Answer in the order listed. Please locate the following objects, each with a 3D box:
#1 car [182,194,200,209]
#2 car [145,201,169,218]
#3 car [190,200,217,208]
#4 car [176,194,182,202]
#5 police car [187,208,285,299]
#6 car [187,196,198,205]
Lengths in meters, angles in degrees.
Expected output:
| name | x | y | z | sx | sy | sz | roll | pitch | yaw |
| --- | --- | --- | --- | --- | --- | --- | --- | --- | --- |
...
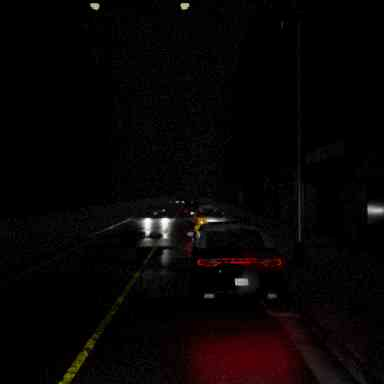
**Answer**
| name | x | y | z | sx | sy | sz | roll | pitch | yaw |
| --- | --- | --- | --- | --- | --- | --- | --- | --- | --- |
| car | 0.030 | 1.414 | 46.599 | 2.097 | 1.767 | 4.553 | 0 | 0 | 0 |
| car | -3.091 | 1.555 | 30.363 | 1.812 | 1.442 | 4.674 | 0 | 0 | 0 |
| car | 0.906 | 1.469 | 18.701 | 1.801 | 1.575 | 5.366 | 0 | 0 | 0 |
| car | -2.974 | 1.411 | 85.787 | 2.150 | 2.045 | 5.566 | 0 | 0 | 0 |
| police car | 0.903 | 1.430 | 8.619 | 1.930 | 1.638 | 5.238 | 0 | 0 | 0 |
| car | 0.019 | 1.574 | 60.343 | 1.882 | 1.535 | 5.008 | 0 | 0 | 0 |
